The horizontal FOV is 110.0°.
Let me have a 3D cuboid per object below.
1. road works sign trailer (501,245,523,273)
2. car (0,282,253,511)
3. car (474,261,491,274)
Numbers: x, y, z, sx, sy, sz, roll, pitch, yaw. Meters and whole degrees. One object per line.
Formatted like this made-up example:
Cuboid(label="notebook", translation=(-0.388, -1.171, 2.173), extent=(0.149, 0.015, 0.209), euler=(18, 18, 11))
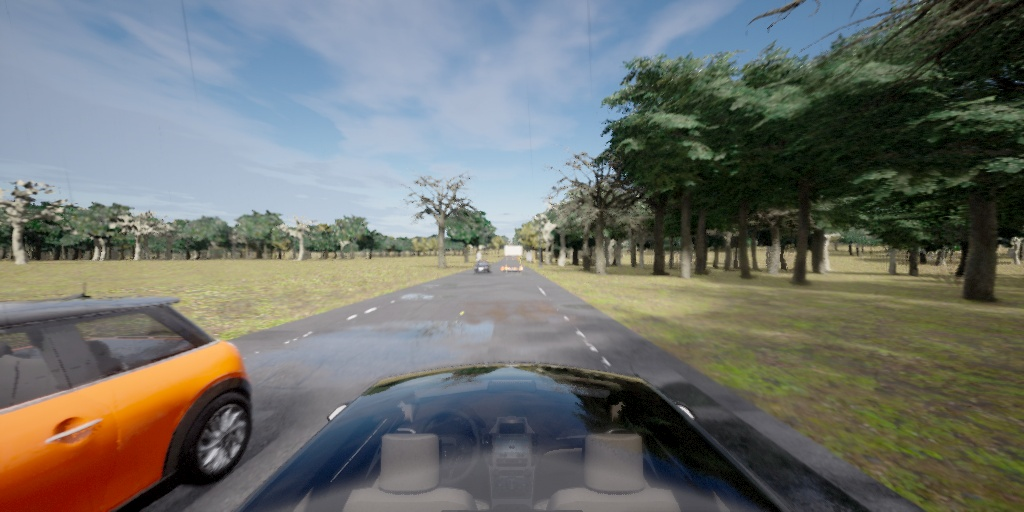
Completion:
Cuboid(label="road works sign trailer", translation=(0.145, 0.336, 46.838), extent=(2.380, 3.560, 2.880), euler=(0, 0, -5))
Cuboid(label="car", translation=(-3.596, 1.102, 1.596), extent=(2.097, 1.767, 4.553), euler=(0, 0, 0))
Cuboid(label="car", translation=(-3.569, 1.347, 43.943), extent=(2.128, 1.511, 4.902), euler=(0, 0, 0))
